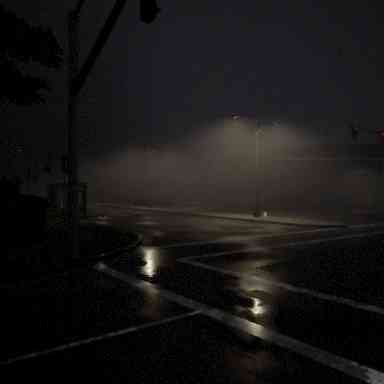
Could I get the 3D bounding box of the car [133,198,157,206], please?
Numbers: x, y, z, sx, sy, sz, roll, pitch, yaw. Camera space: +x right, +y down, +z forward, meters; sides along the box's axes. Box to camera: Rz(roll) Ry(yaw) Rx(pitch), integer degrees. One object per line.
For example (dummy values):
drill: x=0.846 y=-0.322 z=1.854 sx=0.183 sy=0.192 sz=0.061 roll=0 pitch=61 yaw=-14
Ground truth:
car: x=-7.854 y=1.563 z=52.953 sx=1.994 sy=1.385 sz=4.181 roll=0 pitch=0 yaw=-35

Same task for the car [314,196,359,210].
car: x=17.092 y=1.293 z=40.263 sx=2.242 sy=1.667 sz=4.611 roll=0 pitch=0 yaw=-35

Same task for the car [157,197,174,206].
car: x=-4.983 y=1.546 z=54.954 sx=2.033 sy=1.411 sz=5.357 roll=0 pitch=0 yaw=-35

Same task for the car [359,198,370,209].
car: x=21.370 y=1.454 z=44.173 sx=1.970 sy=1.475 sz=3.806 roll=0 pitch=0 yaw=-35

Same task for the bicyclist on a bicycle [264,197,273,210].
bicyclist on a bicycle: x=9.520 y=1.429 z=41.927 sx=1.656 sy=1.620 sz=0.582 roll=-6 pitch=-7 yaw=-36
